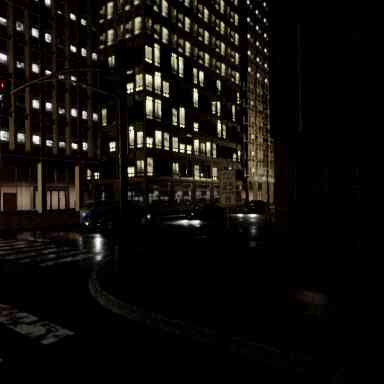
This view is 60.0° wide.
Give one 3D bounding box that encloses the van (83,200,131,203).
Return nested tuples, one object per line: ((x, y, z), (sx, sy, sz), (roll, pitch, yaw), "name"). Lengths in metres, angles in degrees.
((-6.017, 1.460, 23.528), (1.690, 1.788, 3.998), (-2, -1, 36), "van")

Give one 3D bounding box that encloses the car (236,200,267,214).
((7.087, 1.631, 37.281), (1.812, 1.442, 4.674), (-1, -1, 36), "car")

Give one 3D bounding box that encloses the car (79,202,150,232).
((-4.676, 1.571, 20.993), (1.837, 1.490, 4.892), (-1, -1, 33), "car")

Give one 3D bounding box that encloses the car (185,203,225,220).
((1.187, 1.649, 29.095), (1.994, 1.385, 4.181), (-1, -1, 36), "car")
